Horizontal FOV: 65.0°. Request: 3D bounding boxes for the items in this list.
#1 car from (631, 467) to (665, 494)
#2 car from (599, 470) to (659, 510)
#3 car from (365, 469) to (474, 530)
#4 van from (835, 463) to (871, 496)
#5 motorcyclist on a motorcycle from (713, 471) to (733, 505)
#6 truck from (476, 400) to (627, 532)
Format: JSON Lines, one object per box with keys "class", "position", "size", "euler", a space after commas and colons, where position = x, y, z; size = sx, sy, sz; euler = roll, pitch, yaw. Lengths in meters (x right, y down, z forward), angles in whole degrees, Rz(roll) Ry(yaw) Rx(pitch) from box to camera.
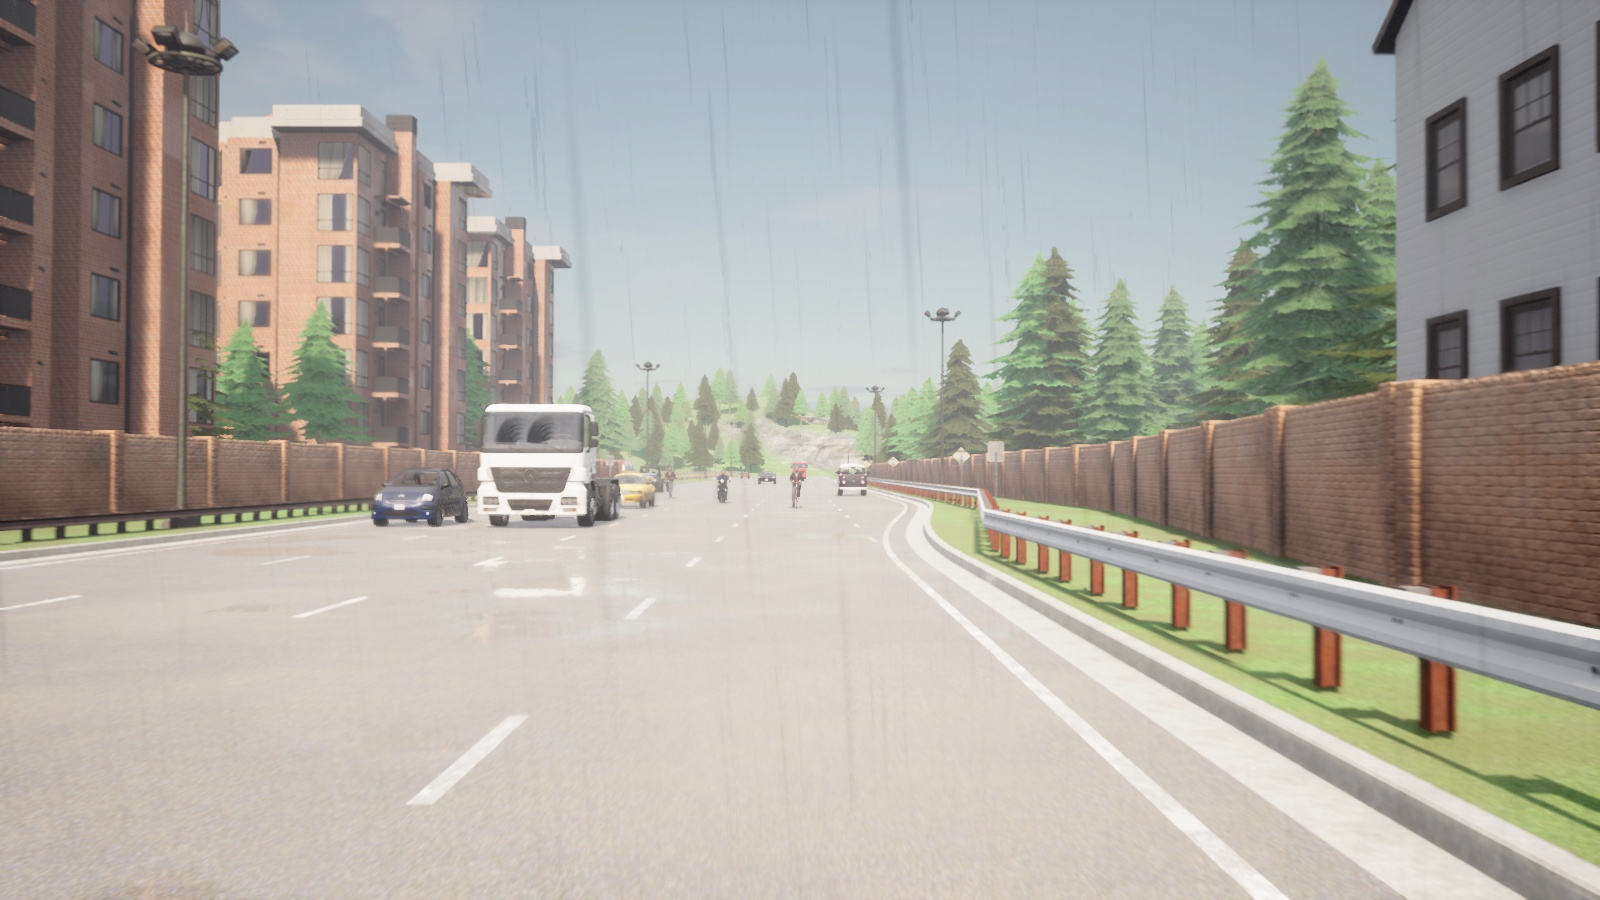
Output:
{"class": "car", "position": [-10.716, 2.138, 88.803], "size": [1.905, 1.878, 3.866], "euler": [0, -1, 0]}
{"class": "car", "position": [-7.129, 1.670, 52.807], "size": [1.801, 1.575, 5.366], "euler": [0, -1, 0]}
{"class": "car", "position": [-10.586, 1.344, 35.220], "size": [1.851, 1.617, 3.988], "euler": [0, -1, 0]}
{"class": "van", "position": [3.305, 1.860, 79.708], "size": [2.069, 2.038, 4.480], "euler": [0, -1, 0]}
{"class": "motorcyclist on a motorcycle", "position": [-3.645, 1.778, 59.542], "size": [0.866, 1.590, 1.817], "euler": [0, -1, 0]}
{"class": "truck", "position": [-7.094, 0.480, 37.037], "size": [2.891, 3.462, 7.936], "euler": [0, -1, 0]}
